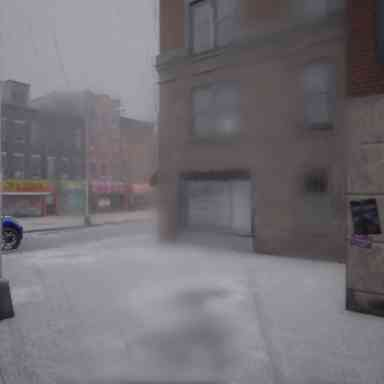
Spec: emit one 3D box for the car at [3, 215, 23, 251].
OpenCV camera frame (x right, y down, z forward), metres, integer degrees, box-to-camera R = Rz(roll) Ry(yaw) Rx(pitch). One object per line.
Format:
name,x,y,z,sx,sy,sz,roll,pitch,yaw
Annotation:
car,-8.590,1.279,11.567,2.150,2.045,5.566,-2,-1,15
